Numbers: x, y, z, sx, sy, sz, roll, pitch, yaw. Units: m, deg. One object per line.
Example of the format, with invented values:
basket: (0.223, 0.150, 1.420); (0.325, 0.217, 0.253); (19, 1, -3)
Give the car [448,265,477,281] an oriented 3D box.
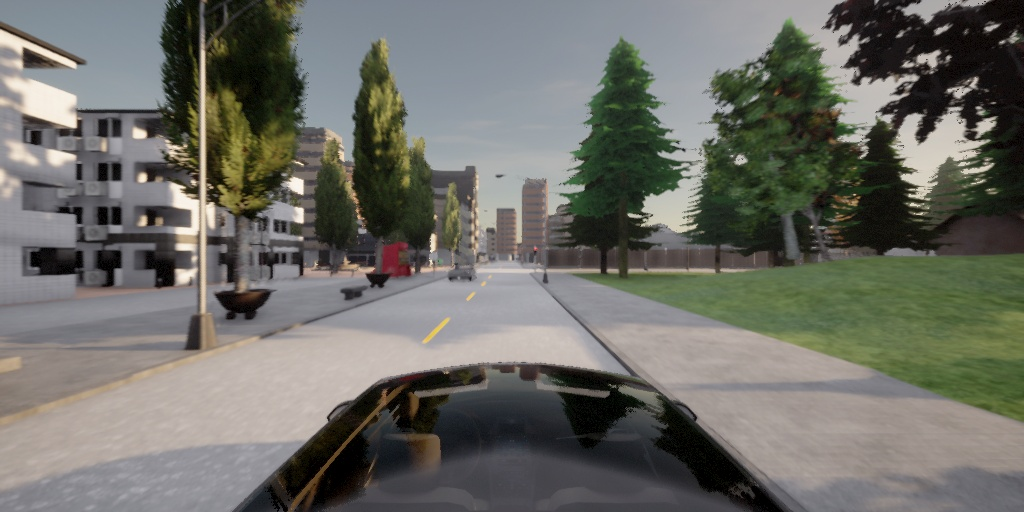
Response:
car: (-4.095, 1.382, 30.014); (1.895, 1.301, 4.718); (0, 0, 0)
